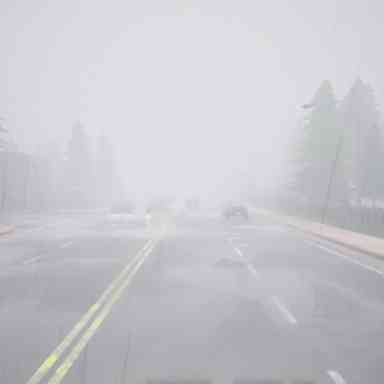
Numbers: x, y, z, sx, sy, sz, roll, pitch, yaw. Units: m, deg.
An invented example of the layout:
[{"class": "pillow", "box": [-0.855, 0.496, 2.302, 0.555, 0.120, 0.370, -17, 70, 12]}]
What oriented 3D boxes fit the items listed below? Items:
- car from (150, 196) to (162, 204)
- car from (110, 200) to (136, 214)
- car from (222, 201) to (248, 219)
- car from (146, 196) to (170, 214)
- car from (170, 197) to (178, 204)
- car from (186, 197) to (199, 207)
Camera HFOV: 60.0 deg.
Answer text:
[{"class": "car", "box": [-7.016, 1.475, 64.943, 2.033, 1.411, 5.357, 0, 0, -2]}, {"class": "car", "box": [-7.106, 1.524, 34.573, 1.994, 1.385, 4.181, 0, 0, 0]}, {"class": "car", "box": [3.589, 1.494, 28.313, 1.812, 1.442, 4.674, 0, 0, 0]}, {"class": "car", "box": [-3.606, 1.466, 34.712, 1.837, 1.490, 4.892, 0, 0, 0]}, {"class": "car", "box": [-3.533, 1.534, 59.246, 1.895, 1.301, 4.718, 0, 0, 0]}, {"class": "car", "box": [0.082, 1.421, 49.812, 1.882, 1.535, 5.008, 0, 0, 0]}]
